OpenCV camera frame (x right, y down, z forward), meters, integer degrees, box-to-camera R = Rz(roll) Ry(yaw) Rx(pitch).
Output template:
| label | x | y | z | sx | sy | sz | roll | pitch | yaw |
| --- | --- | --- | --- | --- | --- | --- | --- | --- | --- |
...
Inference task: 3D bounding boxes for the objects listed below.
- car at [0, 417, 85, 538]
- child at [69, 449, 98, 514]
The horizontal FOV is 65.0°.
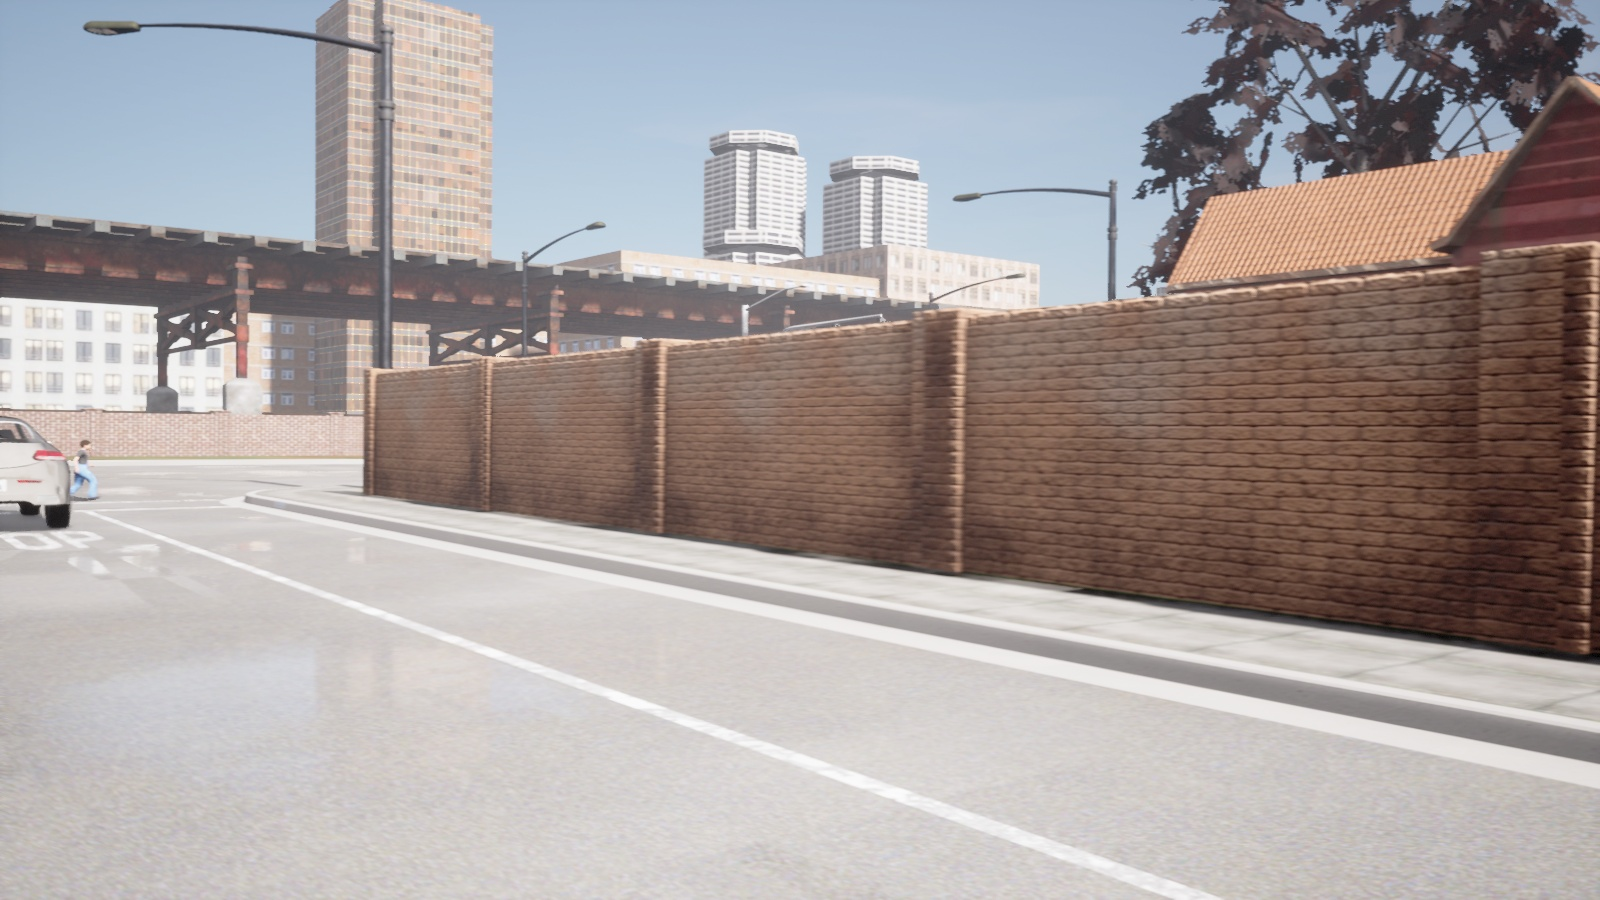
| label | x | y | z | sx | sy | sz | roll | pitch | yaw |
| --- | --- | --- | --- | --- | --- | --- | --- | --- | --- |
| car | -12.494 | 0.363 | 19.069 | 2.152 | 1.651 | 5.027 | -1 | 1 | -38 |
| child | -14.033 | 0.606 | 24.605 | 0.437 | 1.263 | 0.270 | -1 | 1 | -39 |
